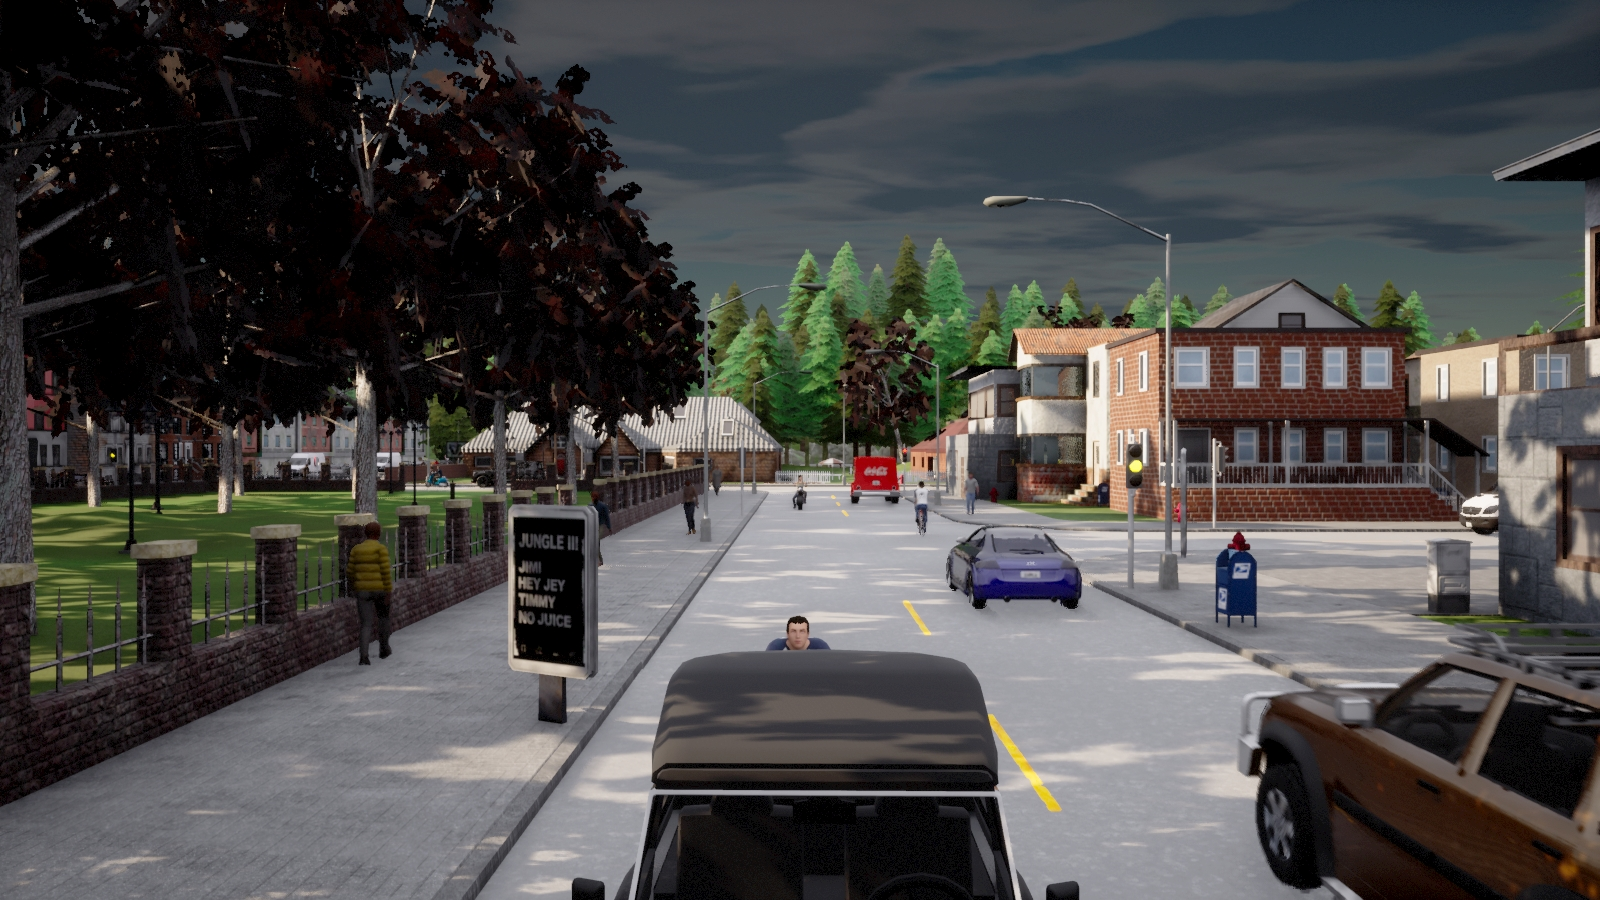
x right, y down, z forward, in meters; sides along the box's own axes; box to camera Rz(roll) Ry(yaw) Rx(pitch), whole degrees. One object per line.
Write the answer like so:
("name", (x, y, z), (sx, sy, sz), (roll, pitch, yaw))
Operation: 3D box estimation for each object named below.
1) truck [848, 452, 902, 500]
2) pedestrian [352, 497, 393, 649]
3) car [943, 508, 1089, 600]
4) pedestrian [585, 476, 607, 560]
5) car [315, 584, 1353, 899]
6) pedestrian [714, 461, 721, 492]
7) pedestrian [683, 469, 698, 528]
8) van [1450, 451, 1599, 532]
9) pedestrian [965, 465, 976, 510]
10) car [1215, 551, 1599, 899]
("truck", (3.969, 1.372, 61.570), (2.627, 2.467, 5.204), (0, 0, 1))
("pedestrian", (-5.362, 1.531, 14.353), (0.375, 1.860, 0.375), (0, 0, 0))
("car", (4.000, 1.908, 21.833), (1.994, 1.385, 4.181), (0, 0, 0))
("pedestrian", (-4.629, 1.536, 25.926), (0.375, 1.860, 0.375), (0, 0, 9))
("car", (0.090, 1.640, 4.031), (1.905, 1.878, 3.866), (0, 0, 1))
("pedestrian", (-4.848, 1.552, 67.105), (0.375, 1.860, 0.375), (0, 0, -5))
("pedestrian", (-3.468, 1.540, 36.197), (0.375, 1.860, 0.375), (0, 0, 18))
("van", (24.712, 1.329, 37.232), (5.915, 2.561, 1.988), (0, 0, 0))
("pedestrian", (6.986, 1.535, 46.824), (0.375, 1.860, 0.375), (0, 0, 18))
("car", (3.944, 1.646, 5.894), (1.932, 1.855, 4.605), (0, 0, 0))
